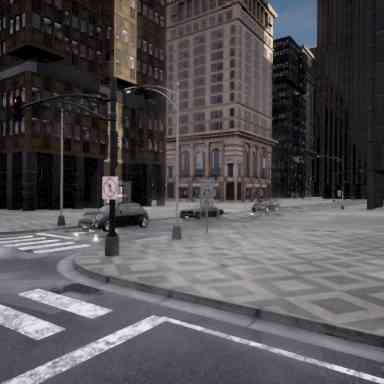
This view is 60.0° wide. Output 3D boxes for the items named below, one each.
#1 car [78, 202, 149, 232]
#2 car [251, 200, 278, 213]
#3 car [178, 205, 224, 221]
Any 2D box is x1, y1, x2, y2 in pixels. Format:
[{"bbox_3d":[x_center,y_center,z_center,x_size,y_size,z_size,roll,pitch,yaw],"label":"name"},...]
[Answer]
[{"bbox_3d":[-4.831,1.431,20.906,2.097,1.767,4.553,1,0,35],"label":"car"},{"bbox_3d":[8.868,1.722,40.286,1.837,1.490,4.892,1,0,35],"label":"car"},{"bbox_3d":[0.844,1.741,28.950,1.895,1.301,4.718,1,0,35],"label":"car"}]
